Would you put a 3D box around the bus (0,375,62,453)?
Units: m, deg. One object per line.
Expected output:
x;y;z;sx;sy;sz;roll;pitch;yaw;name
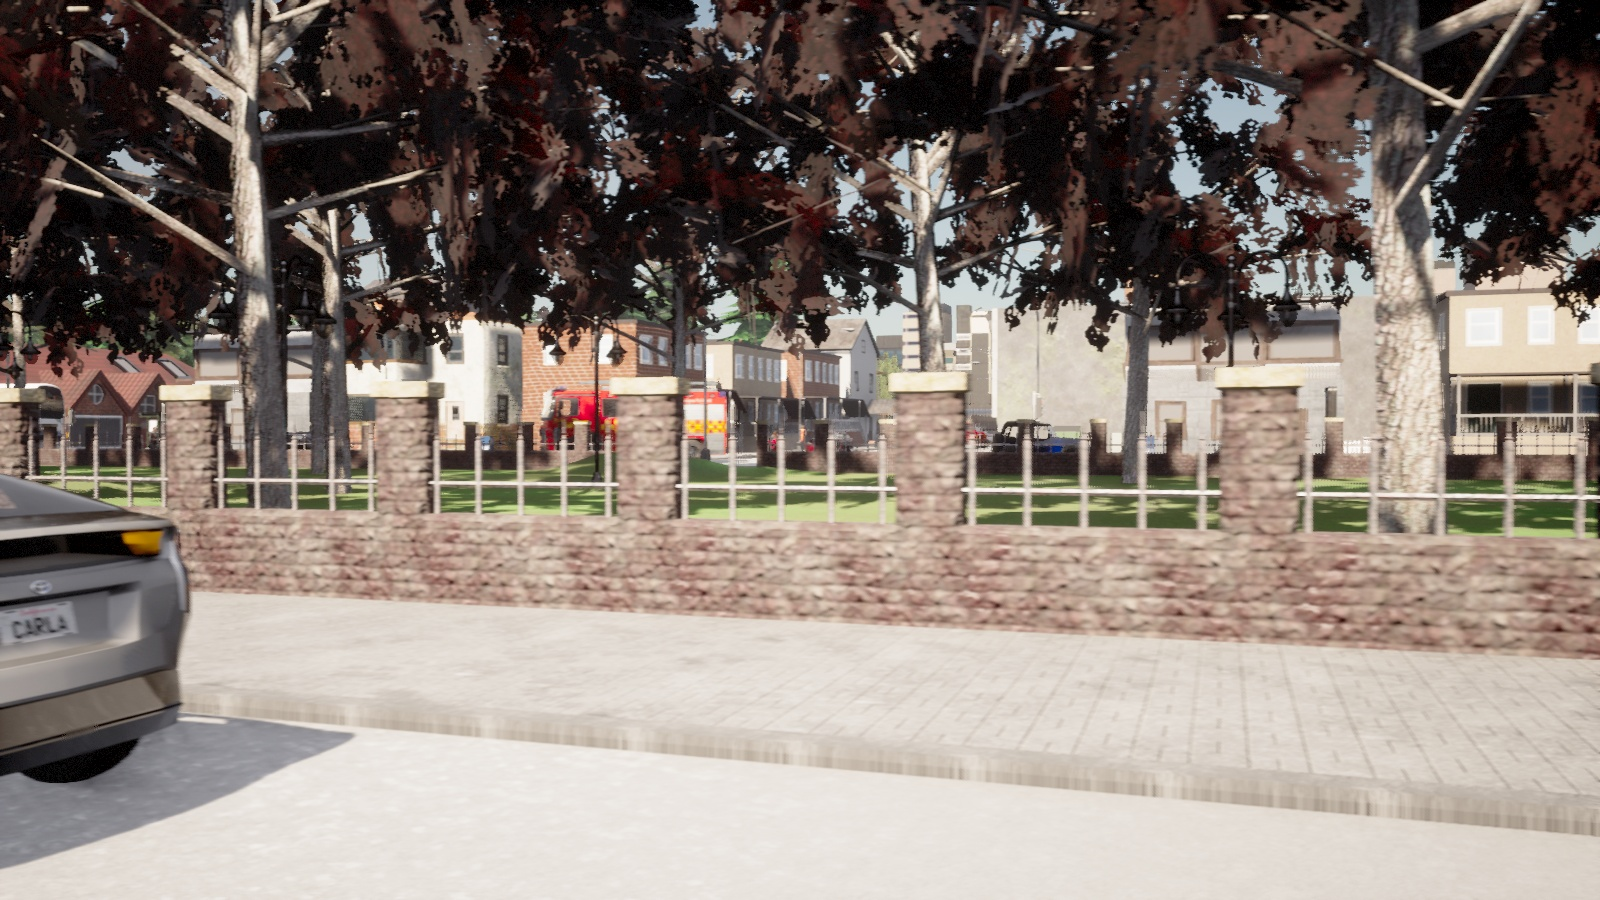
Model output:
-47.994;-1.967;70.763;10.273;4.253;3.944;0;-1;-7;bus

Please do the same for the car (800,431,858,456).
1.816;-0.428;76.563;2.163;1.488;4.792;1;1;19;car

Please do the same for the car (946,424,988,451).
12.908;-0.985;96.812;2.150;2.045;5.566;1;1;19;car

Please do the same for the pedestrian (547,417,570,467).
-9.432;-0.322;49.039;0.788;1.949;0.423;1;1;18;pedestrian

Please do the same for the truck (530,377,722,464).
-8.125;-1.347;58.536;8.468;3.827;2.891;0;1;-18;truck

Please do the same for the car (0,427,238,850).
-4.977;0.657;5.395;4.514;1.525;2.007;1;1;19;car

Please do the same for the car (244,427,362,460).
-23.479;-0.319;59.364;4.902;1.511;2.128;1;1;16;car

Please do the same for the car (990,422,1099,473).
9.423;-0.127;48.321;3.866;1.878;1.905;1;1;19;car
